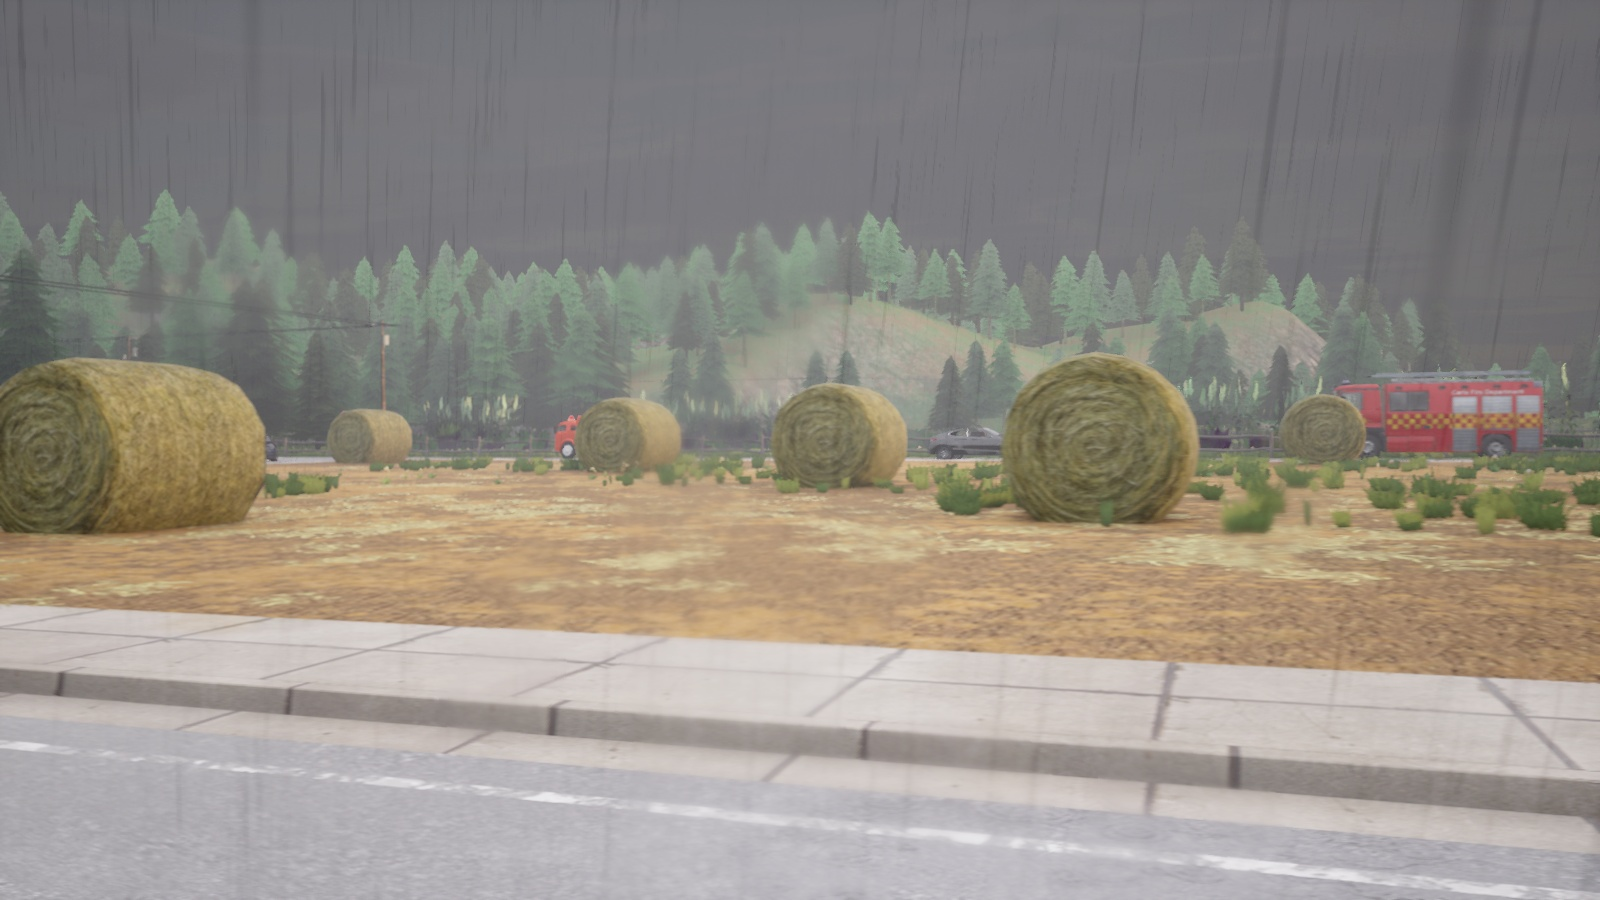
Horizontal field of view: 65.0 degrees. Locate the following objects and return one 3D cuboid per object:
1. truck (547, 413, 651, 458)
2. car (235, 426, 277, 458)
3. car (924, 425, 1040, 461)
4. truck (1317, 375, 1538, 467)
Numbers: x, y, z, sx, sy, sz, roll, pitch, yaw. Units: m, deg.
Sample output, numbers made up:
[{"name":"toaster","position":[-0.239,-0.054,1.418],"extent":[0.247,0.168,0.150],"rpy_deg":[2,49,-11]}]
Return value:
[{"name":"truck","position":[-11.354,-0.833,71.007],"extent":[5.204,2.467,2.627],"rpy_deg":[0,1,22]},{"name":"car","position":[-31.064,-0.481,71.620],"extent":[2.097,1.767,4.553],"rpy_deg":[-1,1,-24]},{"name":"car","position":[8.547,-0.365,59.066],"extent":[5.027,1.651,2.152],"rpy_deg":[0,1,22]},{"name":"truck","position":[27.298,-1.236,55.142],"extent":[8.468,3.827,2.891],"rpy_deg":[0,1,22]}]
